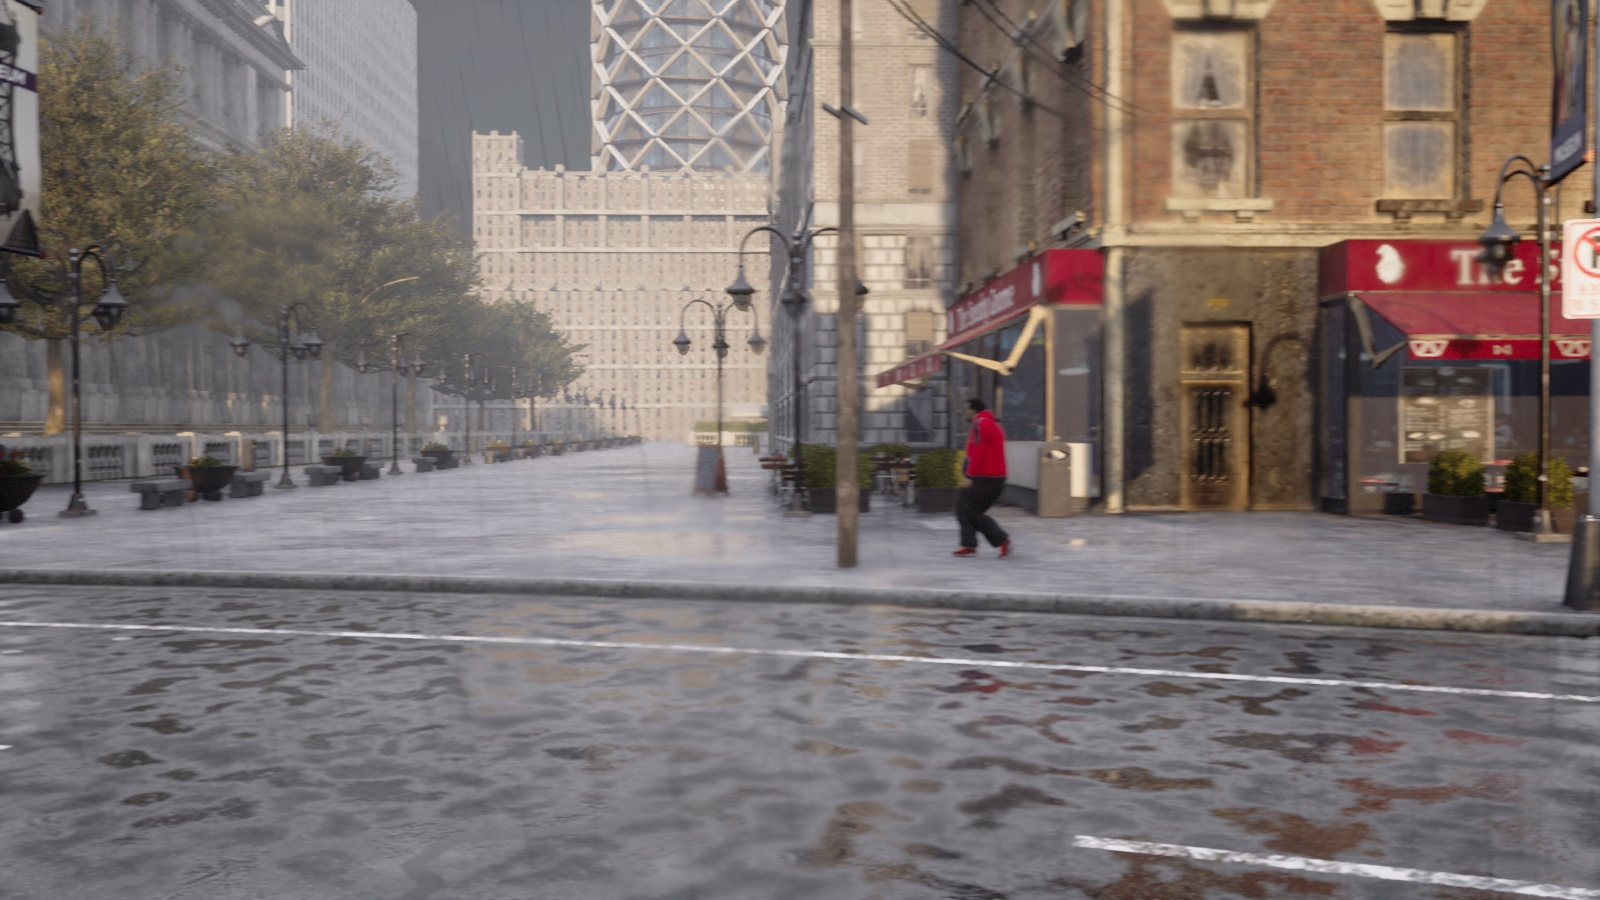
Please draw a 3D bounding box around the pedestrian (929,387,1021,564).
[{"bbox_3d":[1.883,0.260,13.488,0.899,1.844,0.634,0,1,14],"label":"pedestrian"}]
